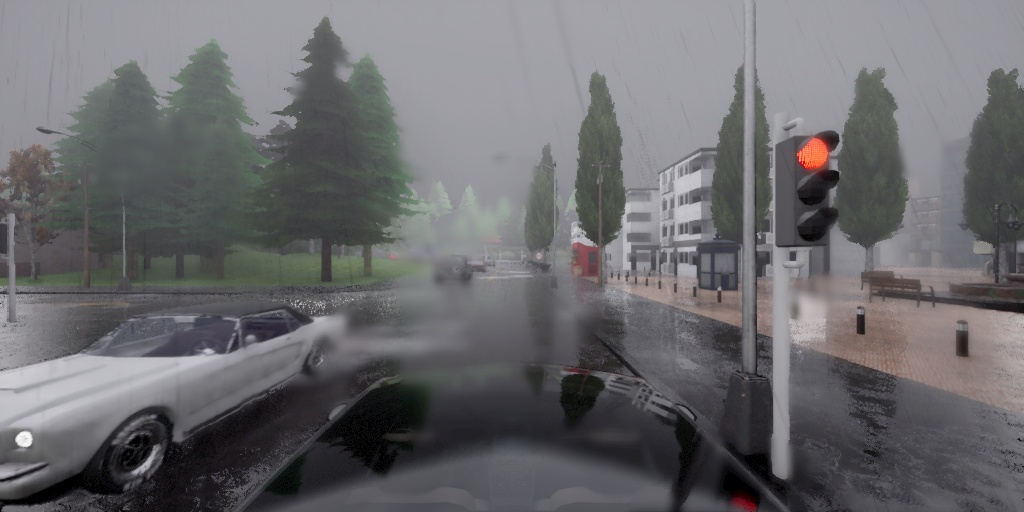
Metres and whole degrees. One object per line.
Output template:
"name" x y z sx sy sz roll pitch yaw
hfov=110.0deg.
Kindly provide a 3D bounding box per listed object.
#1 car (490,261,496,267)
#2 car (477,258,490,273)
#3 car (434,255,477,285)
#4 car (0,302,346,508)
"car" -3.942 1.314 63.329 1.994 1.385 4.181 0 0 0
"car" -4.073 1.228 42.927 1.882 1.535 5.008 0 1 0
"car" -4.091 0.971 26.100 2.150 2.045 5.566 0 0 0
"car" -4.098 1.351 4.622 1.895 1.301 4.718 0 0 0
